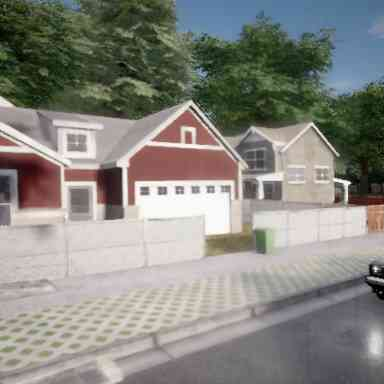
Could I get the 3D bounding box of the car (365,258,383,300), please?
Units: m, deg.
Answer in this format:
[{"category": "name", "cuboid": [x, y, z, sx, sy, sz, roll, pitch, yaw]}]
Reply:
[{"category": "car", "cuboid": [5.764, 1.601, 7.177, 4.718, 1.301, 1.895, 0, 0, -35]}]
